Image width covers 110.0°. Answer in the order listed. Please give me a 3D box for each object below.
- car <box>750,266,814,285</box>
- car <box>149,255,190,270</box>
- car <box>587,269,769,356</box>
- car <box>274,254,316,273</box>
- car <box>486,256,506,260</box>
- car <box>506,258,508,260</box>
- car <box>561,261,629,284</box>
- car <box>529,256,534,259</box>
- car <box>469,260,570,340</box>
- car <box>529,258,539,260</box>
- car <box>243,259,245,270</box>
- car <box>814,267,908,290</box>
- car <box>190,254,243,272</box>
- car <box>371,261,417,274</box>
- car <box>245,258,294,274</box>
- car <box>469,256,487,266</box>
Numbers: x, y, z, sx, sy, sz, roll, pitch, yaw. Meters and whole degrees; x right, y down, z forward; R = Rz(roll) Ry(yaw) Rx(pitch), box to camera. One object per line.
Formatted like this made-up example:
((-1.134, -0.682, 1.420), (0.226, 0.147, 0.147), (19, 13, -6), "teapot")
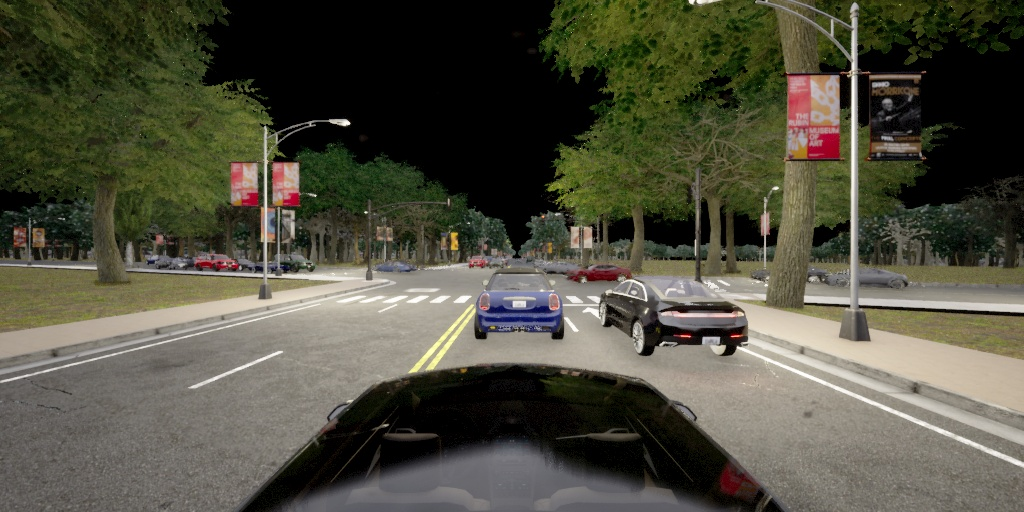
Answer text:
((21.610, 1.380, 28.107), (4.892, 1.490, 1.837), (0, 0, 24), "car")
((-44.284, 1.021, 46.655), (4.902, 1.511, 2.128), (0, 0, 24), "car")
((3.430, 1.241, 8.582), (2.128, 1.511, 4.902), (0, 0, 0), "car")
((-25.532, 0.841, 41.835), (5.566, 2.045, 2.150), (0, 0, 24), "car")
((-2.387, 1.109, 55.916), (2.097, 1.767, 4.553), (0, 0, 1), "car")
((-2.194, 1.359, 64.907), (1.895, 1.301, 4.718), (0, 0, 1), "car")
((6.461, 1.279, 27.091), (5.008, 1.535, 1.882), (0, -1, -14), "car")
((4.353, 1.249, 59.160), (2.128, 1.511, 4.902), (0, 0, 1), "car")
((0.194, 1.102, 10.170), (2.097, 1.767, 4.553), (0, 0, 1), "car")
((4.573, 1.260, 35.705), (4.902, 1.511, 2.128), (0, 0, 24), "car")
((-34.693, 1.075, 45.925), (4.892, 1.490, 1.837), (0, 0, 24), "car")
((23.221, 1.457, 23.831), (4.181, 1.385, 1.994), (0, 0, 24), "car")
((-35.091, 0.797, 42.535), (5.566, 2.045, 2.150), (0, 0, 24), "car")
((-13.239, 1.226, 40.094), (5.357, 1.411, 2.033), (0, 0, 24), "car")
((-26.025, 1.225, 38.478), (4.718, 1.301, 1.895), (0, 0, 27), "car")
((-5.616, 0.979, 57.984), (2.150, 2.045, 5.566), (0, 0, 1), "car")
